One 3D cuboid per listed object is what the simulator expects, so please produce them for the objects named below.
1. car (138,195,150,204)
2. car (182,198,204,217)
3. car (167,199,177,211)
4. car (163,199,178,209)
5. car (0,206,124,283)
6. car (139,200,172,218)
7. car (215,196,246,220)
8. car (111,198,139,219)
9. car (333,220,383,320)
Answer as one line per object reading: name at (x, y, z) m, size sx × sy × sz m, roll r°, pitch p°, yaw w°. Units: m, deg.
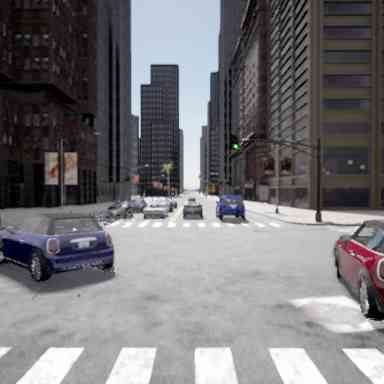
car at (-6.578, 1.546, 40.110) m, size 2.097 × 1.767 × 4.553 m, roll 0°, pitch 0°, yaw 0°
car at (0.096, 1.648, 32.700) m, size 2.128 × 1.511 × 4.902 m, roll 0°, pitch 0°, yaw 0°
car at (-3.323, 1.762, 40.927) m, size 1.994 × 1.385 × 4.181 m, roll 0°, pitch 0°, yaw 1°
car at (-3.256, 1.812, 50.776) m, size 1.994 × 1.385 × 4.181 m, roll 0°, pitch 0°, yaw 0°
car at (-4.358, 1.401, 10.205) m, size 4.553 × 1.767 × 2.097 m, roll 0°, pitch 0°, yaw 44°
car at (-3.349, 1.752, 31.546) m, size 1.895 × 1.301 × 4.718 m, roll 0°, pitch 0°, yaw 3°
car at (3.346, 1.362, 29.466) m, size 2.150 × 2.045 × 5.566 m, roll 0°, pitch 0°, yaw 0°
car at (-6.599, 1.640, 30.899) m, size 2.128 × 1.511 × 4.902 m, roll 0°, pitch 0°, yaw 0°
car at (4.508, 1.385, 7.306) m, size 2.097 × 1.767 × 4.553 m, roll 0°, pitch 0°, yaw 15°
